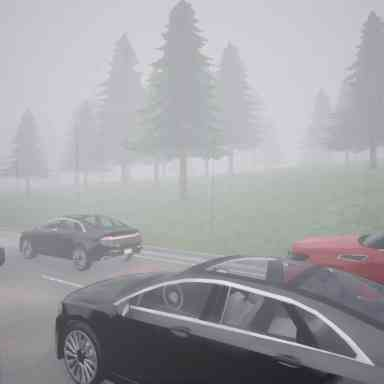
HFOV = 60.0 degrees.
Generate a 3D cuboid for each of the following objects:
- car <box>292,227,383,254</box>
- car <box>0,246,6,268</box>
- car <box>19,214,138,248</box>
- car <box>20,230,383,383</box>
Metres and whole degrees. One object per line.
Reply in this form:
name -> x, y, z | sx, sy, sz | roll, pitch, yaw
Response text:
car -> 4.248, 1.221, 5.261 | 5.566, 2.045, 2.150 | 0, 0, 36
car -> -7.085, 1.601, 9.027 | 4.718, 1.301, 1.895 | 0, 0, 36
car -> -3.798, 1.492, 10.971 | 4.902, 1.511, 2.128 | 0, 0, 36
car -> 0.440, 1.492, 3.680 | 4.902, 1.511, 2.128 | 0, 0, 36
